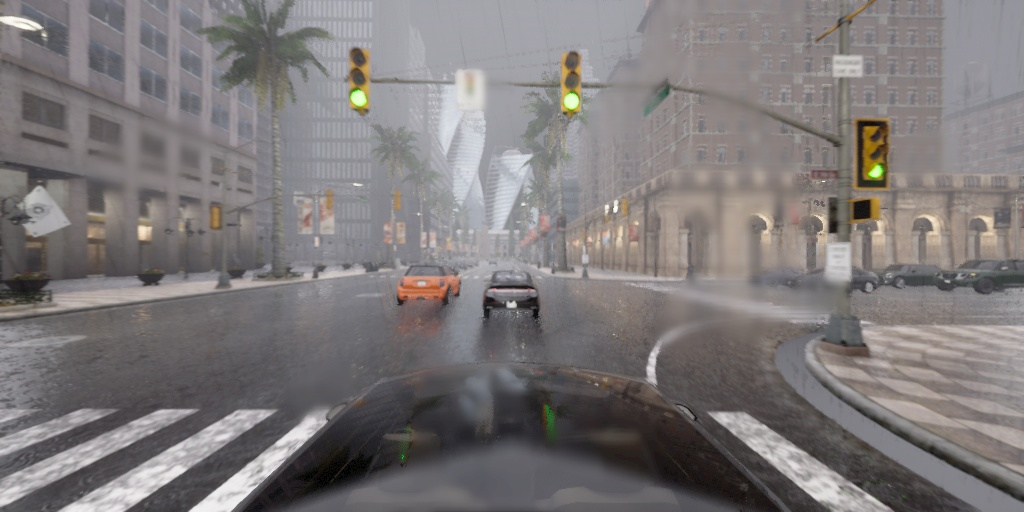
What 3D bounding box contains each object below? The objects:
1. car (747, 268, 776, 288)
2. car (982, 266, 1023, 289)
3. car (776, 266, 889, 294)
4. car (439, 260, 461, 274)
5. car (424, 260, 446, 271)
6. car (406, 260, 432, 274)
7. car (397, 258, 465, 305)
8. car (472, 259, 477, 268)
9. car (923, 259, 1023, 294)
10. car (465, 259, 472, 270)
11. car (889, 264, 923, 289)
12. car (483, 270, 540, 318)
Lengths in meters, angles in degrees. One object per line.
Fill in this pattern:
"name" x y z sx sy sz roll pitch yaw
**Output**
"car" 18.837 1.483 24.986 4.181 1.385 1.994 0 0 -1
"car" 36.807 1.506 25.221 5.008 1.535 1.882 1 0 -1
"car" 19.091 1.418 21.491 4.892 1.490 1.837 0 0 -2
"car" -7.534 1.310 43.733 1.837 1.490 4.892 0 0 0
"car" -11.056 1.295 52.032 2.128 1.511 4.902 0 0 0
"car" -11.026 1.286 42.710 1.837 1.490 4.892 0 0 0
"car" -3.568 1.115 16.190 2.097 1.767 4.553 0 0 -1
"car" -7.644 1.354 62.420 1.837 1.490 4.892 0 0 -1
"car" 28.954 1.194 21.617 5.566 2.045 2.150 0 0 0
"car" -7.559 1.390 52.625 1.994 1.385 4.181 0 0 0
"car" 27.424 1.324 25.099 4.553 1.767 2.097 0 0 -1
"car" -0.036 1.269 13.163 2.128 1.511 4.902 0 0 -1
